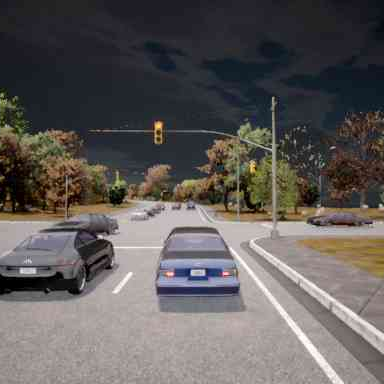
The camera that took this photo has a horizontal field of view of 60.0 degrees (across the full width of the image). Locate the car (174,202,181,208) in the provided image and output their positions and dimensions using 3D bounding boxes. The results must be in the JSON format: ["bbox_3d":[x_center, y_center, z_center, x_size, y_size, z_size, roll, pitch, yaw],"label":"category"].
[{"bbox_3d":[-3.863,3.414,88.211,1.837,1.490,4.892,0,0,-4],"label":"car"}]

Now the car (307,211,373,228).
[{"bbox_3d":[13.120,2.433,29.631,5.357,1.411,2.033,0,-3,-2],"label":"car"}]

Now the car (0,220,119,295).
[{"bbox_3d":[-3.446,1.664,9.001,1.994,1.385,4.181,0,-1,0],"label":"car"}]

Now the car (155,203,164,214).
[{"bbox_3d":[-7.218,3.525,64.965,2.033,1.411,5.357,0,0,0],"label":"car"}]

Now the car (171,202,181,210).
[{"bbox_3d":[-3.718,3.473,78.235,1.812,1.442,4.674,0,0,0],"label":"car"}]

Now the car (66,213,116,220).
[{"bbox_3d":[-6.334,1.994,19.963,2.033,1.411,5.357,-1,-3,15],"label":"car"}]

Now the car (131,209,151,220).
[{"bbox_3d":[-7.234,3.138,46.198,1.812,1.442,4.674,0,-2,0],"label":"car"}]

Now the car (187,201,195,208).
[{"bbox_3d":[-0.340,3.229,87.954,1.882,1.535,5.008,0,0,-4],"label":"car"}]

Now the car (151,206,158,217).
[{"bbox_3d":[-7.242,3.461,55.218,1.895,1.301,4.718,0,-1,0],"label":"car"}]

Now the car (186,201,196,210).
[{"bbox_3d":[-0.217,3.298,77.775,2.097,1.767,4.553,0,0,0],"label":"car"}]

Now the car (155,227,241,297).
[{"bbox_3d":[0.068,1.645,8.894,2.033,1.411,5.357,0,-1,-1],"label":"car"}]
